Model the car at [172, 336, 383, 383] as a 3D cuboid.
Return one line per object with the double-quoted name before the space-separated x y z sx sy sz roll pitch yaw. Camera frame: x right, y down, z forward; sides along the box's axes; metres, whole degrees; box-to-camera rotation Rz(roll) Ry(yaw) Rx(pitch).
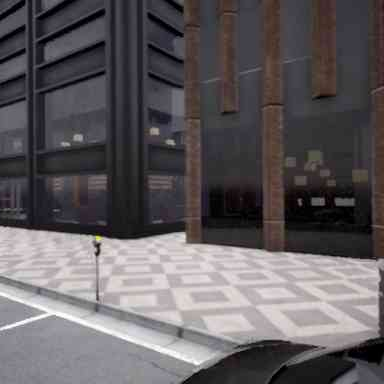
"car" 1.657 1.562 1.782 4.313 1.339 1.947 -1 0 36
